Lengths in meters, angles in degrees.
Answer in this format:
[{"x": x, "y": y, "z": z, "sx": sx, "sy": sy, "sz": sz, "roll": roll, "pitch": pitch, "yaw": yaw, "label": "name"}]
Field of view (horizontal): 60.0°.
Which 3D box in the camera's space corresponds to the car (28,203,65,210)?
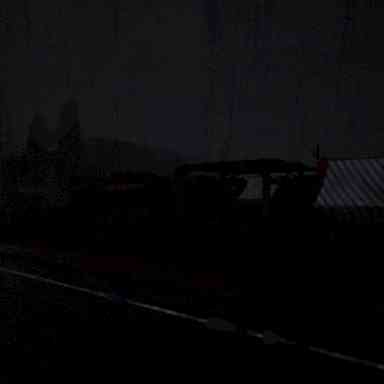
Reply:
[{"x": -15.537, "y": 1.890, "z": 36.699, "sx": 1.895, "sy": 1.301, "sz": 4.718, "roll": -1, "pitch": 0, "yaw": 37, "label": "car"}]
